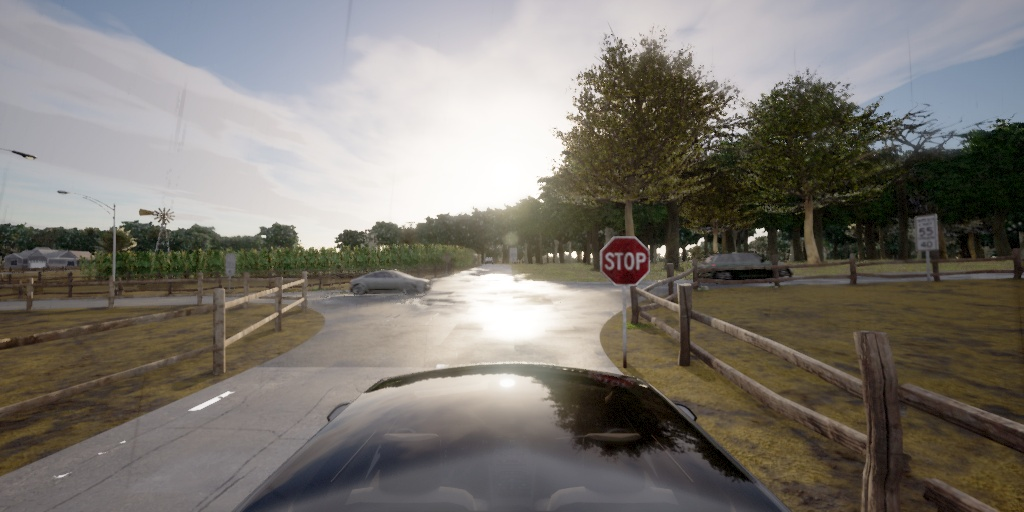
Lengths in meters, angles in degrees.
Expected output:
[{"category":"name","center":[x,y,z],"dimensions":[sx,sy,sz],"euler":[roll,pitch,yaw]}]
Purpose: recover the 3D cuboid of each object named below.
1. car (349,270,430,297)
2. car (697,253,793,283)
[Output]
[{"category":"car","center":[-6.623,1.467,19.712],"dimensions":[4.181,1.385,1.994],"euler":[0,-1,0]},{"category":"car","center":[12.713,0.597,19.777],"dimensions":[4.553,1.767,2.097],"euler":[-2,-2,0]}]
